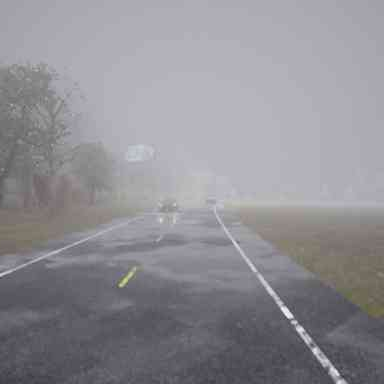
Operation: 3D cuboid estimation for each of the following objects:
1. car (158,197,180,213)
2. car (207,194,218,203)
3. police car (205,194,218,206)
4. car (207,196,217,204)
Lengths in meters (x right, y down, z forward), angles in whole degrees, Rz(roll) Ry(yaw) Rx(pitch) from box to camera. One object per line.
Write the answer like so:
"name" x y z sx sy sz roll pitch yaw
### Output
"car" -2.602 1.408 38.527 2.097 1.767 4.553 0 0 3
"car" 4.670 1.423 75.098 2.150 2.045 5.566 0 0 5
"police car" 3.315 1.530 59.287 1.930 1.638 5.238 0 0 4
"car" 4.120 1.634 69.111 1.882 1.535 5.008 0 0 5
